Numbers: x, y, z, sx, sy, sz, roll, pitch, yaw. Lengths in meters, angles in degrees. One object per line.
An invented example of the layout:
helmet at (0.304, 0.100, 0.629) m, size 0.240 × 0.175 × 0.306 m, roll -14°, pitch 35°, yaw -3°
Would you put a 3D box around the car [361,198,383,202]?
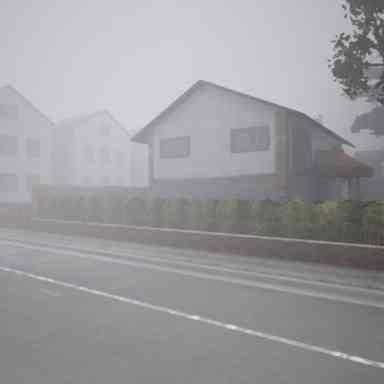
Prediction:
car at (14.781, 1.178, 25.768) m, size 3.806 × 1.475 × 1.970 m, roll 0°, pitch 0°, yaw 35°
